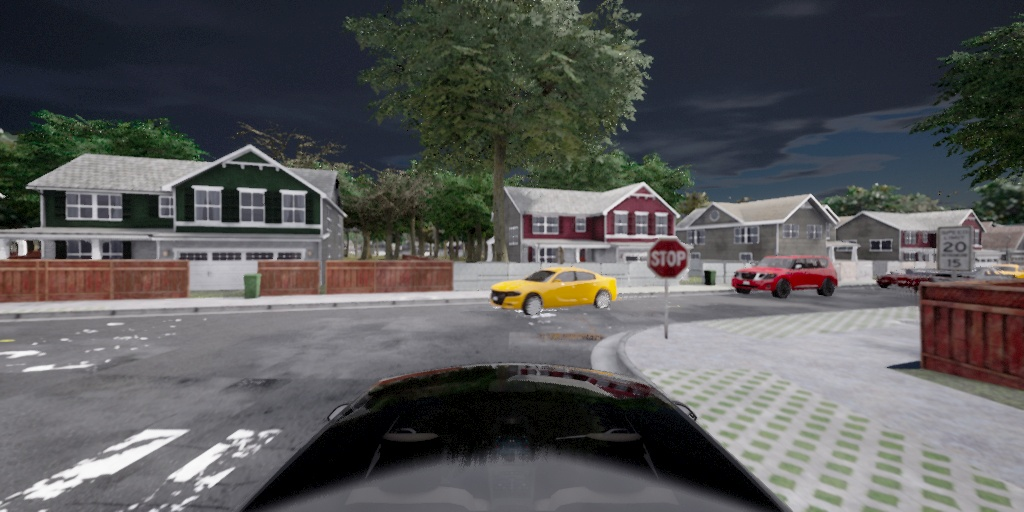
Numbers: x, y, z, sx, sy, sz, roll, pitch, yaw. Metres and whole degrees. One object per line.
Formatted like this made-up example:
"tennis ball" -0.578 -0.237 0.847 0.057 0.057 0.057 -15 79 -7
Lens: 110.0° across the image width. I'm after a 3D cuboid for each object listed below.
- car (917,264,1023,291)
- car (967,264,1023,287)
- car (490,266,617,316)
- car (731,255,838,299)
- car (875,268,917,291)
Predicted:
"car" 24.453 1.348 18.976 4.902 1.511 2.128 0 1 -20
"car" 36.156 1.379 26.318 5.008 1.535 1.882 1 1 -20
"car" 1.594 1.144 13.036 5.008 1.535 1.882 1 0 -31
"car" 13.914 0.976 18.267 5.566 2.045 2.150 1 0 -20
"car" 25.109 1.432 22.335 4.718 1.301 1.895 0 1 -20
